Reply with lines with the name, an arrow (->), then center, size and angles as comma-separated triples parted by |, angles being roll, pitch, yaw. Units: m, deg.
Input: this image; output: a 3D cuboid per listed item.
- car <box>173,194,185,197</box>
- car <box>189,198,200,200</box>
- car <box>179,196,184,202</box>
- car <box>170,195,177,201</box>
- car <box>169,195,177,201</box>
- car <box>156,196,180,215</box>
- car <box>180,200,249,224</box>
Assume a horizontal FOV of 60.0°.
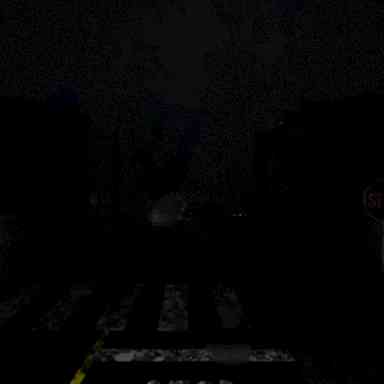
car -> -2.519, 1.601, 62.375 | 1.812, 1.442, 4.674 | 0, 0, 1
car -> 0.374, 1.632, 55.941 | 1.994, 1.385, 4.181 | 0, 0, 0
car -> -2.558, 1.624, 48.430 | 1.994, 1.385, 4.181 | 0, 0, -1
car -> -5.311, 1.658, 94.578 | 1.752, 1.417, 4.829 | 1, 0, 0
car -> -5.269, 1.679, 92.605 | 2.008, 1.369, 4.403 | 1, 0, 0
car -> -2.619, 1.524, 35.099 | 1.882, 1.535, 5.008 | 0, 0, 2
car -> 1.769, 1.630, 25.367 | 2.033, 1.411, 5.357 | 1, 1, -42
